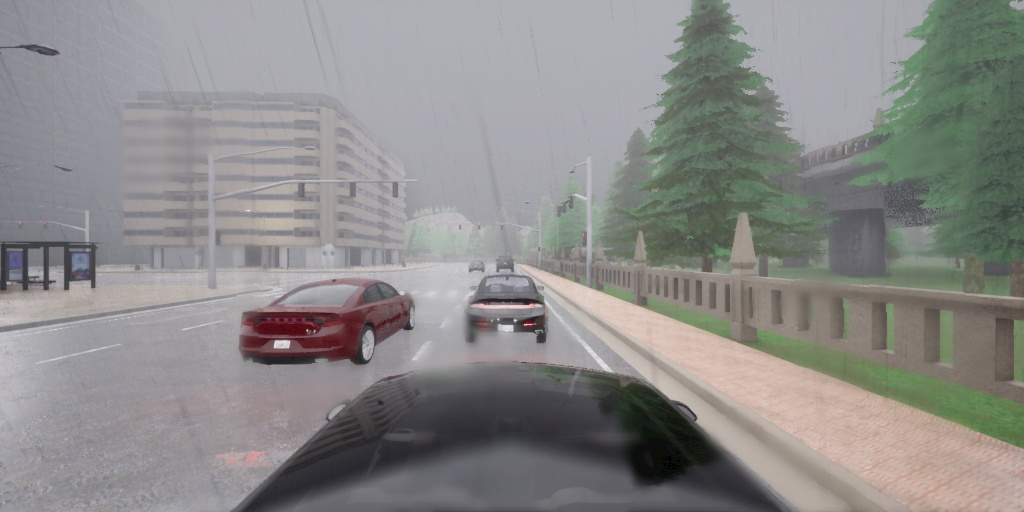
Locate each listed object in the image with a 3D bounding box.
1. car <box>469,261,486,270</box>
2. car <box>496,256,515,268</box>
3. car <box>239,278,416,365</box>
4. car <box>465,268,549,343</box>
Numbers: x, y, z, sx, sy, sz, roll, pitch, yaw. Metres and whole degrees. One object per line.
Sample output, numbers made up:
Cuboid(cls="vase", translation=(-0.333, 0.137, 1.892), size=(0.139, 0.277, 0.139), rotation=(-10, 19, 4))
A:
Cuboid(cls="car", translation=(-4.370, 1.298, 45.019), size=(2.033, 1.411, 5.357), rotation=(0, 0, -1))
Cuboid(cls="car", translation=(-0.867, 0.972, 45.320), size=(2.150, 2.045, 5.566), rotation=(0, 0, -1))
Cuboid(cls="car", translation=(-3.596, 1.228, 8.069), size=(1.882, 1.535, 5.008), rotation=(0, 0, 0))
Cuboid(cls="car", translation=(-0.128, 1.242, 9.631), size=(2.128, 1.511, 4.902), rotation=(0, 0, -1))
